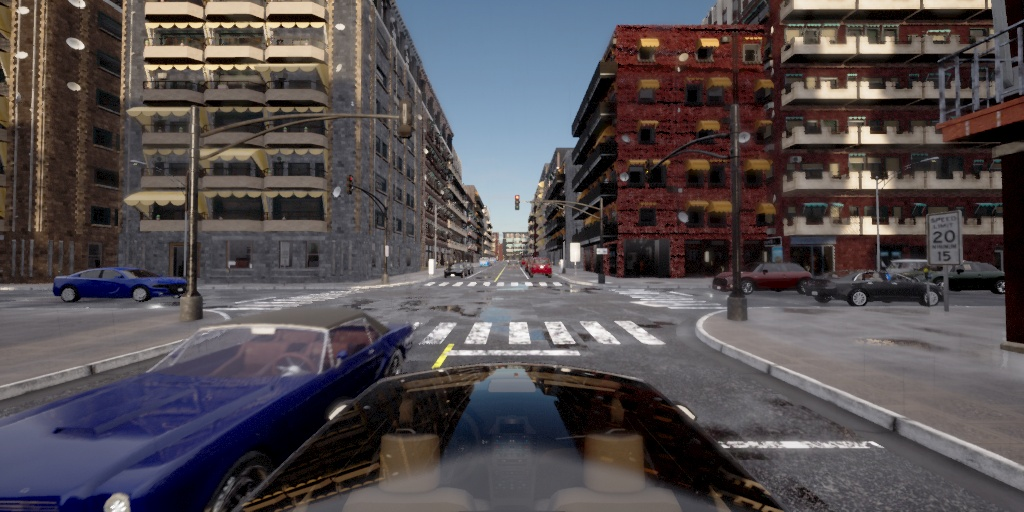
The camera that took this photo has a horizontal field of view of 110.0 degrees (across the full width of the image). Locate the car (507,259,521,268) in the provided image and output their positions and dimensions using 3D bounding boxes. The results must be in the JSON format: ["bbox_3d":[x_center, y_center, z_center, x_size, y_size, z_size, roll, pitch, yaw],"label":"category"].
[{"bbox_3d":[0.207,1.314,63.540,2.128,1.511,4.902,0,0,0],"label":"car"}]

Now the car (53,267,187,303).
[{"bbox_3d":[-17.587,1.255,16.320,5.008,1.535,1.882,0,-1,0],"label":"car"}]

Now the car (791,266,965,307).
[{"bbox_3d":[13.765,1.185,13.702,4.403,1.370,2.007,0,0,0],"label":"car"}]

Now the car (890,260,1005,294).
[{"bbox_3d":[23.095,1.079,19.096,4.553,1.767,2.097,0,-1,0],"label":"car"}]

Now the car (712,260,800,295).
[{"bbox_3d":[13.246,1.102,19.115,4.553,1.767,2.097,0,-1,-1],"label":"car"}]

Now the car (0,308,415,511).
[{"bbox_3d":[-2.652,1.352,3.963,1.895,1.301,4.718,0,0,1],"label":"car"}]

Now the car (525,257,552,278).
[{"bbox_3d":[2.622,1.077,34.015,2.192,1.841,5.009,0,0,0],"label":"car"}]

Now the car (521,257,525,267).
[{"bbox_3d":[2.641,1.086,45.138,2.192,1.841,5.009,0,0,0],"label":"car"}]

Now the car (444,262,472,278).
[{"bbox_3d":[-5.259,1.328,33.983,1.948,1.339,4.313,0,0,0],"label":"car"}]

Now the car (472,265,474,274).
[{"bbox_3d":[-5.250,1.331,39.544,1.948,1.339,4.313,0,0,0],"label":"car"}]
